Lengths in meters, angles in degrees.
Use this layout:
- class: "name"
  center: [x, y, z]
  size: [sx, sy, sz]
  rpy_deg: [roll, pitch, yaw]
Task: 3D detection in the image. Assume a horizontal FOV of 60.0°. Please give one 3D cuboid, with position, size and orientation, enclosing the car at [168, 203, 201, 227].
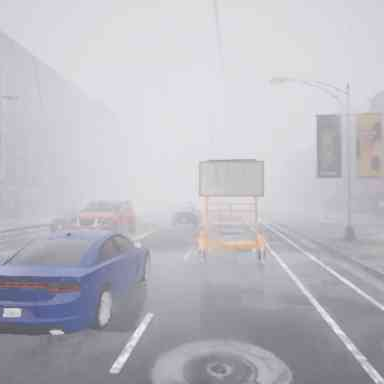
- class: "car"
  center: [-0.368, 1.832, 25.540]
  size: [1.812, 1.442, 4.674]
  rpy_deg: [0, -1, 6]

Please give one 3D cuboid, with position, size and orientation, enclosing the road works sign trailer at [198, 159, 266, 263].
- class: "road works sign trailer"
  center: [1.471, 0.576, 12.471]
  size: [2.380, 3.560, 2.880]
  rpy_deg: [0, -1, 6]

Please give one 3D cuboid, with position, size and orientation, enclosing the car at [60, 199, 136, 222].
- class: "car"
  center: [-4.600, 1.419, 17.997]
  size: [2.150, 2.045, 5.566]
  rpy_deg: [0, -1, 6]

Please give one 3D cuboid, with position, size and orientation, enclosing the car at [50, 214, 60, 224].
- class: "car"
  center: [-7.493, 1.786, 21.793]
  size: [1.812, 1.442, 4.674]
  rpy_deg: [0, -1, 6]

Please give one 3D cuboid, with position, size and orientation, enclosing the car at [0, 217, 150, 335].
- class: "car"
  center: [-2.235, 1.542, 7.080]
  size: [1.882, 1.535, 5.008]
  rpy_deg: [0, 0, 6]
